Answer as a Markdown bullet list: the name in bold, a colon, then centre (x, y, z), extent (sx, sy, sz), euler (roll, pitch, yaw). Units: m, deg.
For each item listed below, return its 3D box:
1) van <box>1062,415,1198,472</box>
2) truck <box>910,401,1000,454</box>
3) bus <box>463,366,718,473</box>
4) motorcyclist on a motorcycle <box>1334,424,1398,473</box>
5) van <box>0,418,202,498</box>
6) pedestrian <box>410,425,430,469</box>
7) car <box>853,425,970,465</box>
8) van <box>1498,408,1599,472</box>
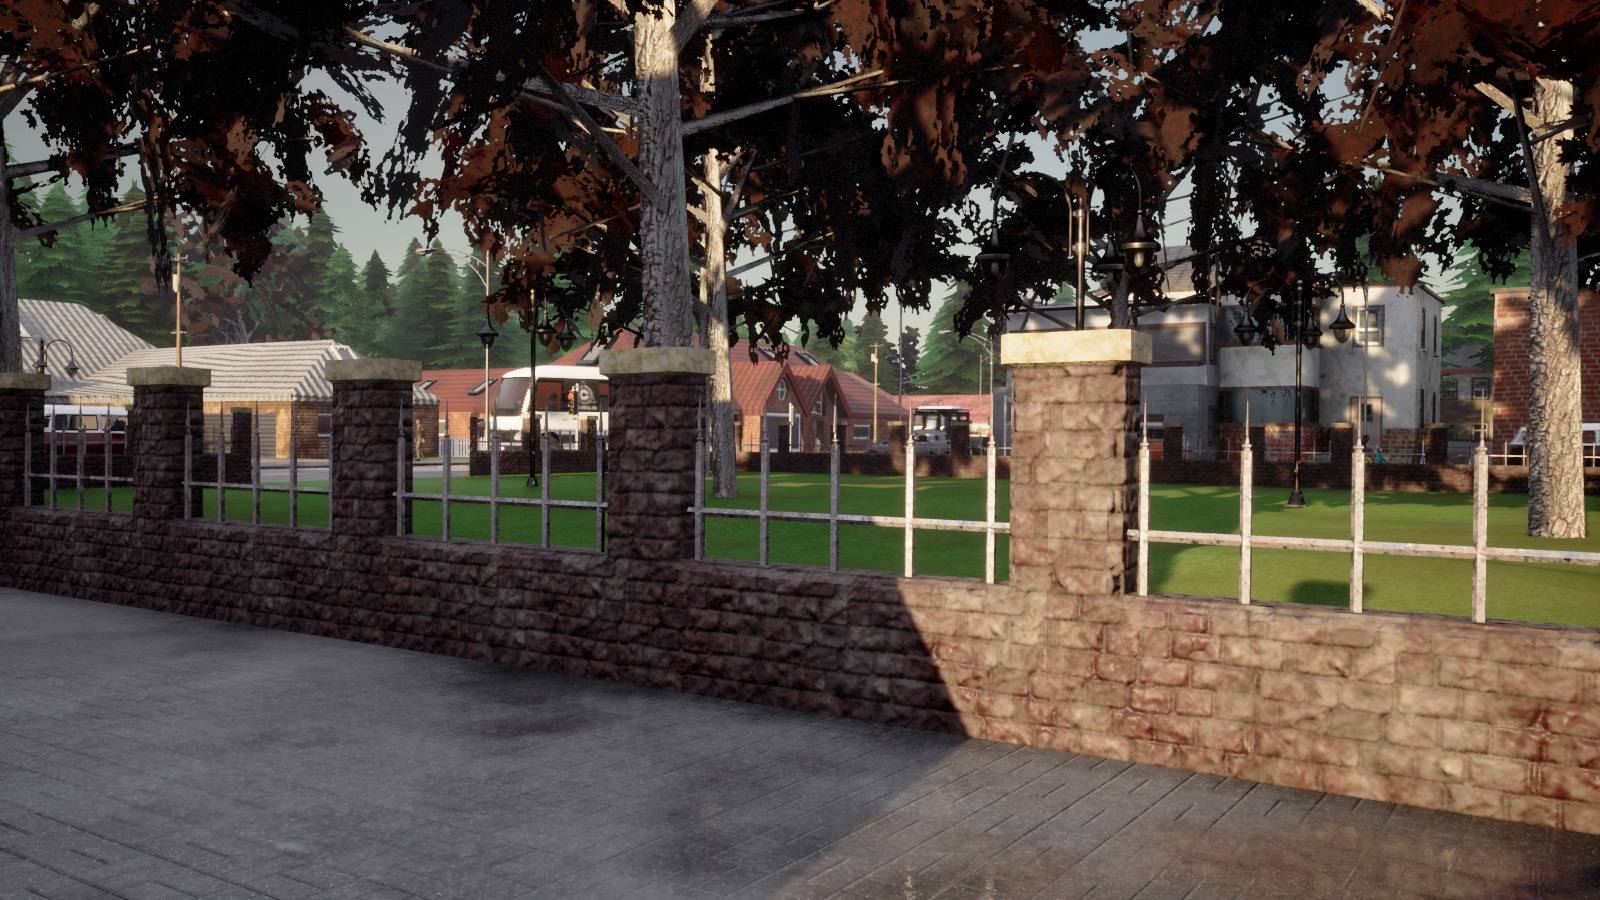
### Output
- **van**: centre (12.015, -0.249, 45.764), extent (4.442, 1.987, 1.775), euler (0, 1, 32)
- **truck**: centre (10.791, -1.529, 86.497), extent (2.891, 3.462, 7.936), euler (0, 1, 34)
- **bus**: centre (-8.968, -1.310, 54.673), extent (10.273, 4.253, 3.944), euler (-1, 1, -38)
- **motorcyclist on a motorcycle**: centre (18.643, -0.048, 41.342), extent (1.817, 1.590, 0.866), euler (0, 1, 32)
- **van**: centre (-19.074, 0.159, 34.308), extent (2.069, 2.038, 4.480), euler (0, 1, 33)
- **pedestrian**: centre (-16.234, -0.147, 53.598), extent (0.720, 1.854, 0.376), euler (-1, 1, -31)
- **car**: centre (4.891, -0.224, 55.349), extent (4.611, 1.667, 2.242), euler (0, 1, 34)
- **van**: centre (25.725, -0.345, 41.496), extent (4.480, 2.038, 2.069), euler (0, 1, 33)
